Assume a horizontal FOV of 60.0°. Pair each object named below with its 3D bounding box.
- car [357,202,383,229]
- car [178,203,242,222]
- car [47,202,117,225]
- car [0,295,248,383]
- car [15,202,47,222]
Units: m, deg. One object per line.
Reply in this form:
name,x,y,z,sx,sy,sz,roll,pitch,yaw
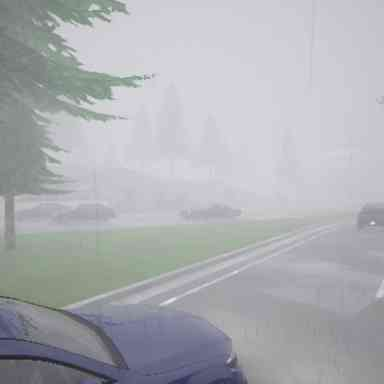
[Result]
car,11.057,1.349,19.350,1.837,1.490,4.892,-1,0,40
car,1.375,1.516,25.258,4.718,1.301,1.895,-1,0,-28
car,-7.912,1.527,24.477,4.674,1.442,1.812,-1,0,-26
car,-1.614,1.536,2.350,4.674,1.442,1.812,-1,1,-40
car,-11.830,1.557,26.436,4.674,1.442,1.812,-1,0,-27
